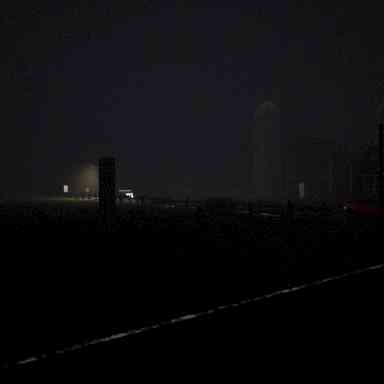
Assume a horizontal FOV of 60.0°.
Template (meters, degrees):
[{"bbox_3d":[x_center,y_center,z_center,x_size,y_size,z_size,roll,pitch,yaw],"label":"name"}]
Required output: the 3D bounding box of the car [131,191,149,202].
[{"bbox_3d":[-8.308,0.982,58.711,2.128,1.511,4.902,-1,1,-36],"label":"car"}]

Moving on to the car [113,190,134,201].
[{"bbox_3d":[-13.645,0.621,66.063,2.150,2.045,5.566,-1,1,-36],"label":"car"}]

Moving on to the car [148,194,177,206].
[{"bbox_3d":[-3.967,1.149,47.830,1.812,1.442,4.674,-1,1,-36],"label":"car"}]

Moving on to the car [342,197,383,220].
[{"bbox_3d":[13.740,1.244,24.601,4.553,1.767,2.097,1,1,44],"label":"car"}]

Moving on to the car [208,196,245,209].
[{"bbox_3d":[3.745,1.241,37.106,2.128,1.511,4.902,-1,1,-36],"label":"car"}]

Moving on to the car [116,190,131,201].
[{"bbox_3d":[-12.929,0.742,60.373,1.994,1.385,4.181,-1,1,-36],"label":"car"}]
